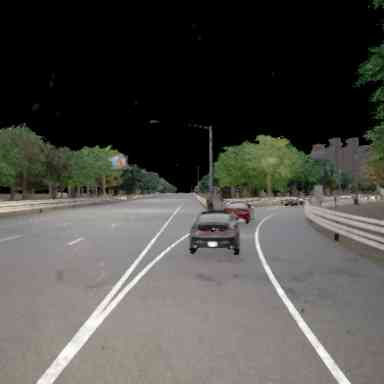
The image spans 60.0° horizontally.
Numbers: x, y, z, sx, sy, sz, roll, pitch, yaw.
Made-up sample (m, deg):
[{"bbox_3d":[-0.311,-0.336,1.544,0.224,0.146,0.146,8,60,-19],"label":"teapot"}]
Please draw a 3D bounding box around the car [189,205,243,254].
[{"bbox_3d":[1.037,1.505,13.600,1.837,1.490,4.892,-1,0,8],"label":"car"}]

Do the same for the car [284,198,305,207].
[{"bbox_3d":[15.516,1.580,50.011,1.895,1.301,4.718,0,0,35],"label":"car"}]

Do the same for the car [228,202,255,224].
[{"bbox_3d":[3.632,1.494,25.336,1.882,1.535,5.008,0,0,17],"label":"car"}]
